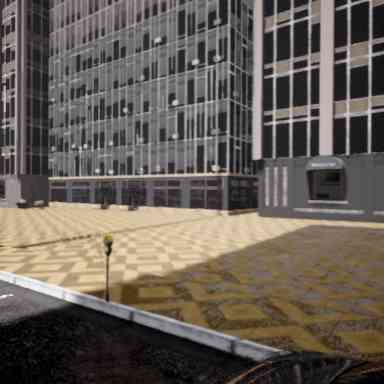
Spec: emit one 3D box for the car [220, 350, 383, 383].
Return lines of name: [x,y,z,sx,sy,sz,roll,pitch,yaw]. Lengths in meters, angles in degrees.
car: [1.904,1.566,1.506,4.313,1.339,1.947,0,1,36]
